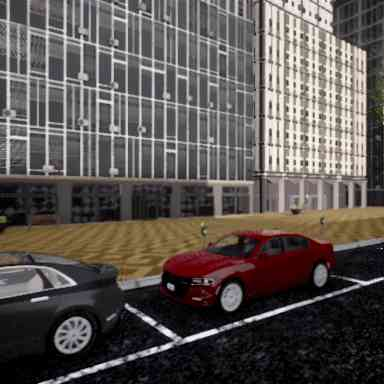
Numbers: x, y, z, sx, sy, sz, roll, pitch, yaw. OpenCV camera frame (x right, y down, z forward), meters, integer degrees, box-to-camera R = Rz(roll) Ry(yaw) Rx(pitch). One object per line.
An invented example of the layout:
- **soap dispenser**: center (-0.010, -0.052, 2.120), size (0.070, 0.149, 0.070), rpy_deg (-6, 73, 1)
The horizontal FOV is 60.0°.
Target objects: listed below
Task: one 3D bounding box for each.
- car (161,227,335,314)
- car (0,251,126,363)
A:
- **car**: center (1.431, 1.546, 7.595), size (4.507, 1.381, 1.887), rpy_deg (0, 0, -36)
- **car**: center (-3.065, 1.551, 4.372), size (4.403, 1.369, 2.008), rpy_deg (0, 0, -36)
